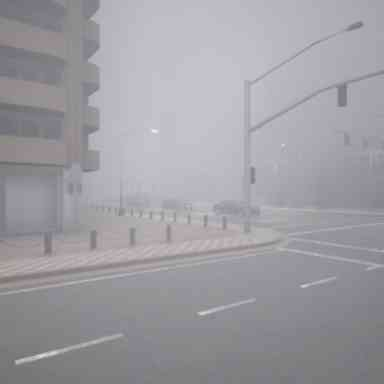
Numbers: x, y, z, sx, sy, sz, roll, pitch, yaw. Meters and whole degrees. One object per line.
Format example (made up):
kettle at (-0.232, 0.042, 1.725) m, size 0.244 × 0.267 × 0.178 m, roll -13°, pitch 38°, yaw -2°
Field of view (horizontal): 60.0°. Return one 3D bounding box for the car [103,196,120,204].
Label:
car at (-15.146, 1.486, 63.240) m, size 2.033 × 1.411 × 5.357 m, roll 0°, pitch 0°, yaw -35°

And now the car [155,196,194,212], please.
car at (-1.734, 1.431, 37.798) m, size 2.128 × 1.511 × 4.902 m, roll 0°, pitch 0°, yaw -35°

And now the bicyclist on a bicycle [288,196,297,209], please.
bicyclist on a bicycle at (11.875, 1.238, 39.254) m, size 1.656 × 1.620 × 0.582 m, roll 0°, pitch 0°, yaw -35°

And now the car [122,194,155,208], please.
car at (-7.528, 1.431, 46.097) m, size 2.128 × 1.511 × 4.902 m, roll 0°, pitch 0°, yaw -35°

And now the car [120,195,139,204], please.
car at (-12.279, 1.443, 65.248) m, size 1.837 × 1.490 × 4.892 m, roll 0°, pitch 0°, yaw -35°

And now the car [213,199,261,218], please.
car at (3.941, 1.417, 29.787) m, size 1.882 × 1.535 × 5.008 m, roll 0°, pitch 0°, yaw -36°
